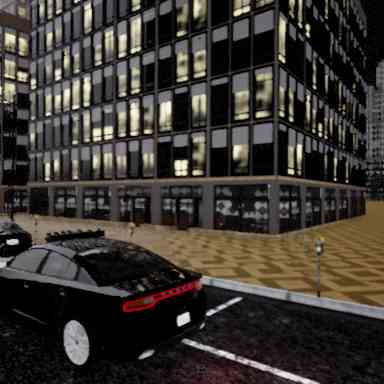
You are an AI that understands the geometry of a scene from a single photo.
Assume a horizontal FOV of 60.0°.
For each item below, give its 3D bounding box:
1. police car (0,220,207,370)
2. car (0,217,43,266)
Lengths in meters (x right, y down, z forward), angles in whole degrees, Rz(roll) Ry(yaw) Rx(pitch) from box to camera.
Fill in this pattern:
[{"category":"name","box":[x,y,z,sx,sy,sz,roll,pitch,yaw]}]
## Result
[{"category":"police car","box":[-2.184,1.502,5.999,5.238,1.638,1.930,0,-1,37]},{"category":"car","box":[-7.582,1.702,12.267,4.313,1.339,1.947,0,-1,37]}]
